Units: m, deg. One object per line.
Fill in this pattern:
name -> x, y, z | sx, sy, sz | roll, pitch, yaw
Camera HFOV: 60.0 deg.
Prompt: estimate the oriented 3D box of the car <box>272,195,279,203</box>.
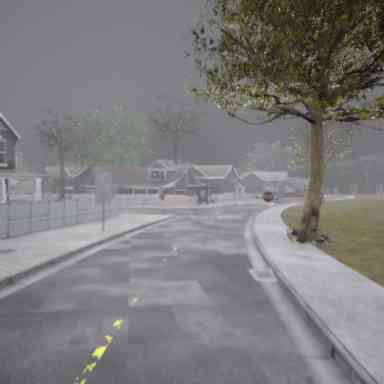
car -> 15.820, 1.277, 65.846 | 2.128, 1.511, 4.902 | 2, 1, 31
